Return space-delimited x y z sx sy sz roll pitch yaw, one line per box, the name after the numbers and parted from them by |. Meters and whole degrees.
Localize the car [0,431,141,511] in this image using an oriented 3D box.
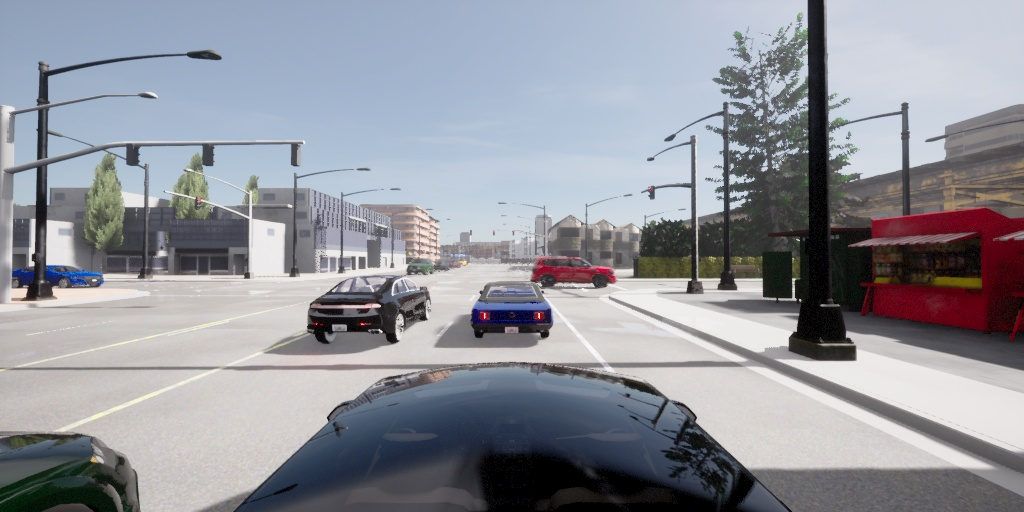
-3.373 1.314 0.538 1.994 1.385 4.181 0 0 -1 | car

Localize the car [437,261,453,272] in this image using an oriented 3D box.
-11.146 1.648 57.227 1.882 1.535 5.008 0 0 0 | car

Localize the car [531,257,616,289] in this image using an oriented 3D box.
3.978 1.078 23.768 5.566 2.045 2.150 0 0 9 | car

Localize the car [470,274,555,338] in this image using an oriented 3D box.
-0.010 1.365 10.185 1.895 1.301 4.718 0 0 0 | car

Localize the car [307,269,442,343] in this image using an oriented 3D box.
-3.511 1.257 9.707 2.128 1.511 4.902 0 0 0 | car

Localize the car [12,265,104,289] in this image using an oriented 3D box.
-29.746 1.316 23.405 5.008 1.535 1.882 0 -1 0 | car

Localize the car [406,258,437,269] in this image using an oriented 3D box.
-11.009 1.304 43.255 2.150 2.045 5.566 0 0 0 | car
